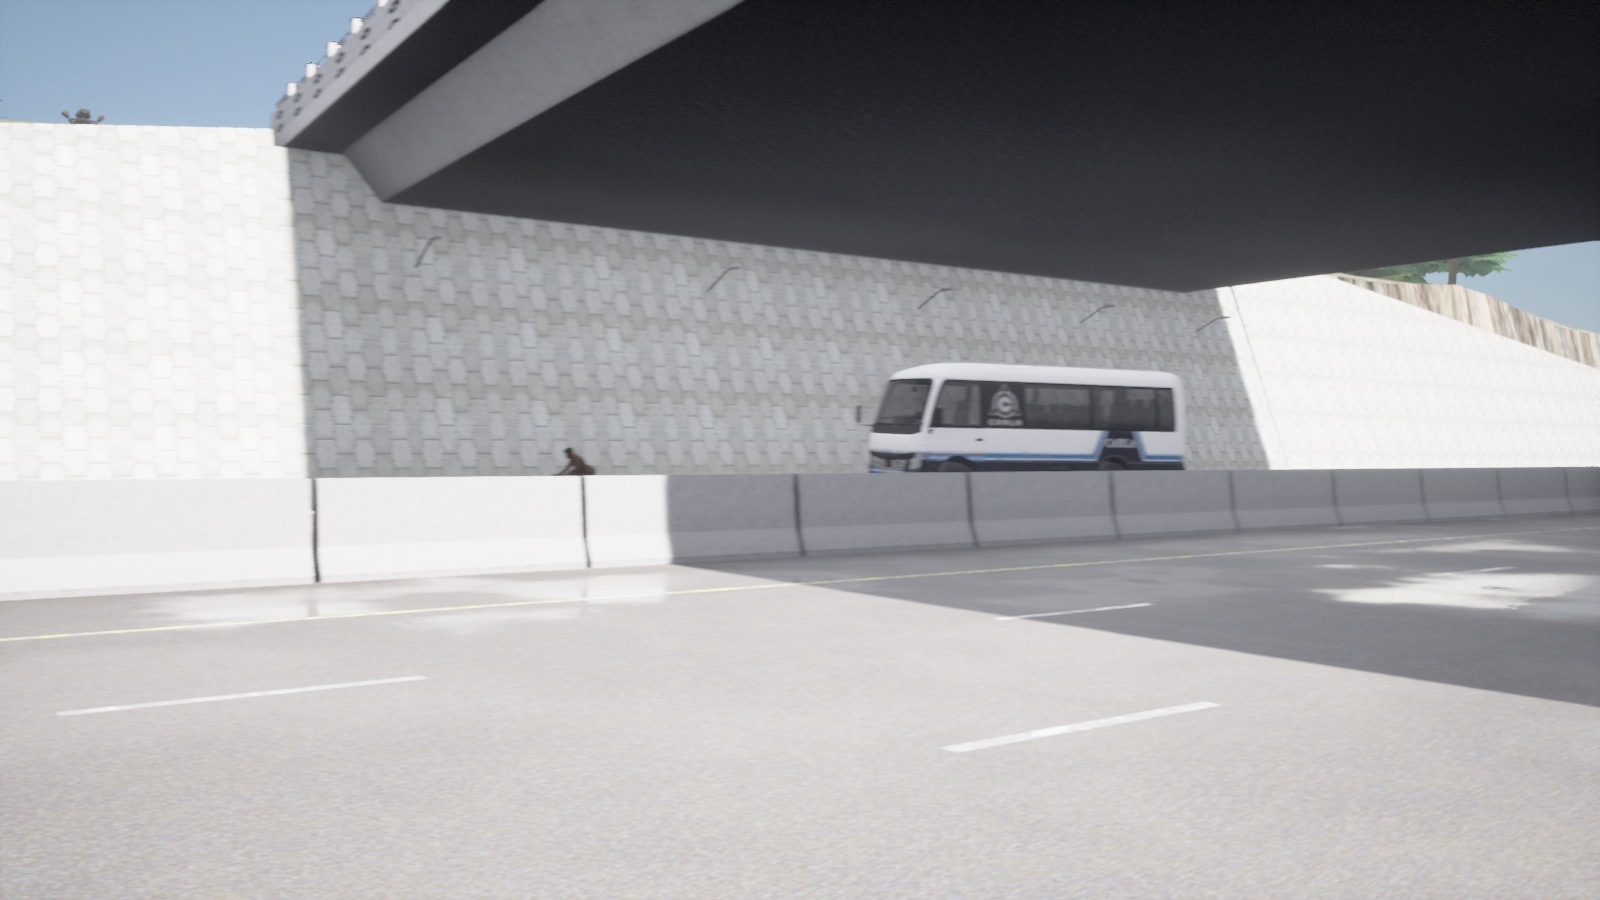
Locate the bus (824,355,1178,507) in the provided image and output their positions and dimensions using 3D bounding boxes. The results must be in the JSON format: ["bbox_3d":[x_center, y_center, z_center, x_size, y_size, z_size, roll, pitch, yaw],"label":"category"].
[{"bbox_3d":[6.272,-0.546,39.022,10.273,4.253,3.944,0,2,-24],"label":"bus"}]
